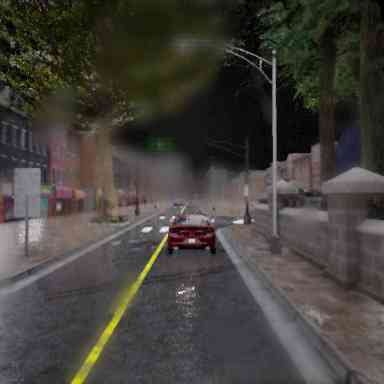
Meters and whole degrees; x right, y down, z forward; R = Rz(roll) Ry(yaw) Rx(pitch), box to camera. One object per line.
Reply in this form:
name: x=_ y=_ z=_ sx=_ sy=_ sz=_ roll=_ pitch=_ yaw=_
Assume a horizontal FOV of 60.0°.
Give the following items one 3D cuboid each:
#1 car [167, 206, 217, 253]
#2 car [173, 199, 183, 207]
car: x=0.005 y=1.617 z=14.488 sx=1.882 sy=1.535 sz=5.008 roll=0 pitch=0 yaw=0
car: x=-2.761 y=2.186 z=67.675 sx=1.882 sy=1.535 sz=5.008 roll=0 pitch=-1 yaw=0
